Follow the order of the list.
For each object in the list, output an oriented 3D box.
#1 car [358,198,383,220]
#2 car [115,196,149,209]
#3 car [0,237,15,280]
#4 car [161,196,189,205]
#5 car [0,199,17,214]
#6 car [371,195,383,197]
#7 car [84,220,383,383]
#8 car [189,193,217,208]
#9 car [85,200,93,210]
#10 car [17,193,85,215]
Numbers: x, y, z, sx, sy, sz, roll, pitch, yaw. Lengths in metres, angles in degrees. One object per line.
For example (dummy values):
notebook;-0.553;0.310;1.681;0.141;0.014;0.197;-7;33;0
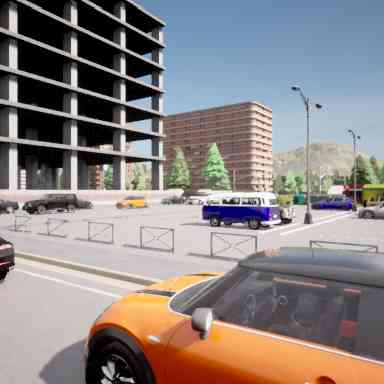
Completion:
car;14.579;1.395;24.826;3.806;1.475;1.970;0;0;36
car;-7.773;1.296;43.257;2.097;1.767;4.553;0;0;35
car;-6.511;1.492;8.588;4.902;1.511;2.128;0;0;35
car;-3.224;1.438;55.724;2.128;1.511;4.902;0;0;36
car;-19.590;1.436;32.602;2.128;1.511;4.902;0;0;36
car;17.786;1.153;29.391;4.605;1.855;1.932;0;0;36
car;1.002;1.352;3.274;4.553;1.767;2.097;0;0;35
car;1.396;1.167;56.166;2.150;2.045;5.566;0;0;36
car;-14.122;1.509;40.333;1.994;1.385;4.181;0;0;35
car;-14.284;1.166;34.033;2.150;2.045;5.566;0;0;35
